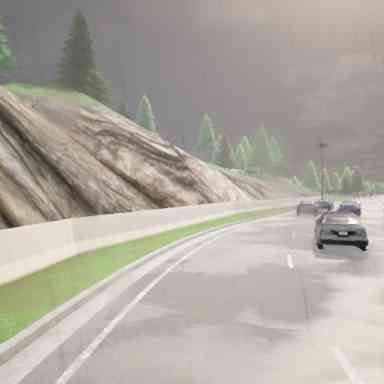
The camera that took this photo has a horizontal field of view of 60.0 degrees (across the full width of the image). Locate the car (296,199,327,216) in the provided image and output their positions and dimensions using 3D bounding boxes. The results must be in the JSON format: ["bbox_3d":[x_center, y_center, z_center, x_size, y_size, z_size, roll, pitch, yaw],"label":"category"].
[{"bbox_3d":[11.593,1.554,32.752,2.128,1.511,4.902,0,0,29],"label":"car"}]

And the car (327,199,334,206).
[{"bbox_3d":[16.551,1.571,41.667,2.128,1.511,4.902,0,0,29],"label":"car"}]

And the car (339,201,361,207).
[{"bbox_3d":[15.221,1.587,32.071,1.812,1.442,4.674,0,0,29],"label":"car"}]

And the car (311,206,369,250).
[{"bbox_3d":[6.410,1.575,14.569,2.033,1.411,5.357,0,0,20],"label":"car"}]

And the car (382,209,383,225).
[{"bbox_3d":[13.248,1.519,20.977,1.882,1.535,5.008,0,0,27],"label":"car"}]
